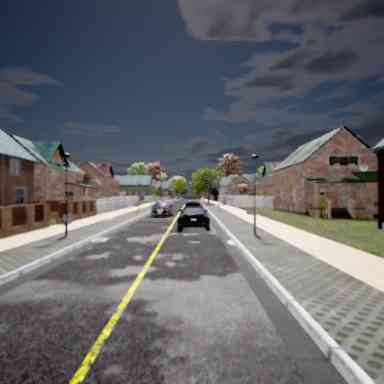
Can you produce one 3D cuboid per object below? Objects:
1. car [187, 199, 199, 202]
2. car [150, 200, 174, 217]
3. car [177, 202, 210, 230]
[{"bbox_3d":[0.106,1.565,39.328,1.837,1.490,4.892,0,0,0],"label":"car"},{"bbox_3d":[-2.785,1.530,31.583,2.128,1.511,4.902,0,0,1],"label":"car"},{"bbox_3d":[0.103,1.581,21.342,1.994,1.385,4.181,0,0,0],"label":"car"}]
